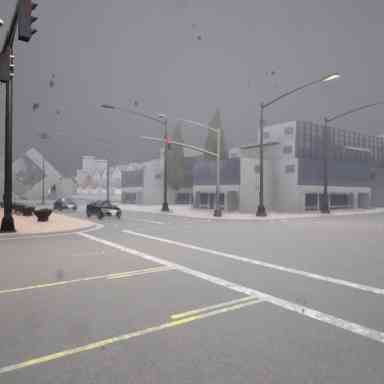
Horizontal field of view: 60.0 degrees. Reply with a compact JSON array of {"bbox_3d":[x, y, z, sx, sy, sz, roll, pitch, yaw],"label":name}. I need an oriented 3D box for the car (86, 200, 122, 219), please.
[{"bbox_3d":[-7.743,1.501,28.912,2.128,1.511,4.902,1,0,-35],"label":"car"}]

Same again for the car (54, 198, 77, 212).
[{"bbox_3d":[-15.012,1.499,39.353,2.128,1.511,4.902,1,-1,-35],"label":"car"}]
